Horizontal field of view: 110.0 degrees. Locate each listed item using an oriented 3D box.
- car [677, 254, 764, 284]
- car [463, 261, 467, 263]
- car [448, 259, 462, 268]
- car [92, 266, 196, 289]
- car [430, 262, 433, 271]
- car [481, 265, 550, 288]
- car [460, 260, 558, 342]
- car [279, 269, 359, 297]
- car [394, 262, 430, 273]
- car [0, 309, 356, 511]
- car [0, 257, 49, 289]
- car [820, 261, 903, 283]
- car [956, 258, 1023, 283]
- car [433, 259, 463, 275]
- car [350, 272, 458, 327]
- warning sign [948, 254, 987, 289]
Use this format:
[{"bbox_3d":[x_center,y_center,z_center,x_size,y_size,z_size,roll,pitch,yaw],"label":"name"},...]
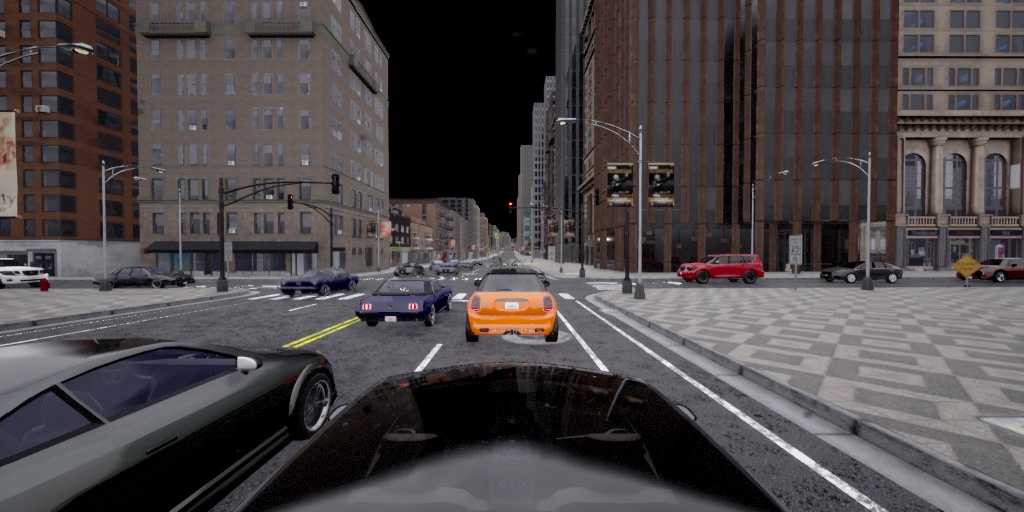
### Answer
[{"bbox_3d":[14.827,0.876,25.590,5.566,2.045,2.150,0,1,0],"label":"car"},{"bbox_3d":[-6.621,1.341,51.451,1.994,1.385,4.181,0,0,0],"label":"car"},{"bbox_3d":[-9.861,1.306,62.308,1.812,1.442,4.674,0,0,1],"label":"car"},{"bbox_3d":[-24.119,1.397,23.563,5.357,1.411,2.033,0,1,0],"label":"car"},{"bbox_3d":[-9.871,1.299,48.189,1.812,1.442,4.674,0,0,0],"label":"car"},{"bbox_3d":[0.251,1.312,24.076,4.181,1.385,1.994,0,1,25],"label":"car"},{"bbox_3d":[0.006,1.101,9.911,2.097,1.767,4.553,0,0,0],"label":"car"},{"bbox_3d":[-9.860,1.352,18.740,1.895,1.301,4.718,0,0,0],"label":"car"},{"bbox_3d":[-10.066,1.328,35.499,1.994,1.385,4.181,0,0,5],"label":"car"},{"bbox_3d":[-3.158,1.314,2.742,1.994,1.385,4.181,0,0,1],"label":"car"},{"bbox_3d":[-34.311,1.105,23.613,5.566,2.045,2.150,0,1,0],"label":"car"},{"bbox_3d":[24.882,1.119,25.632,4.892,1.490,1.837,0,1,0],"label":"car"},{"bbox_3d":[35.001,0.927,25.667,4.553,1.767,2.097,0,1,0],"label":"car"},{"bbox_3d":[-6.584,1.330,37.243,1.994,1.385,4.181,0,0,-2],"label":"car"},{"bbox_3d":[-3.154,1.350,11.561,1.895,1.301,4.718,0,0,0],"label":"car"},{"bbox_3d":[25.168,0.827,19.830,1.060,1.860,1.300,0,0,0],"label":"warning sign"}]
